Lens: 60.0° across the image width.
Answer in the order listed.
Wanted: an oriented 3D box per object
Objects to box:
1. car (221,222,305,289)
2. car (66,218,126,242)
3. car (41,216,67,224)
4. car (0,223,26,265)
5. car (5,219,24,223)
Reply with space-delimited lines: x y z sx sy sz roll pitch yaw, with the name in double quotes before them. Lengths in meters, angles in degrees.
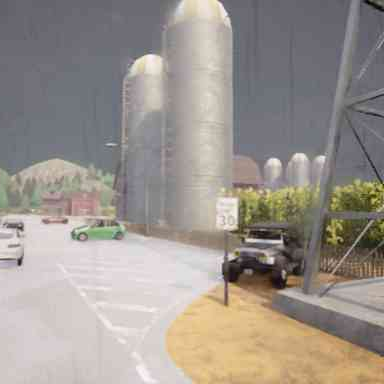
"car" 2.580 2.006 11.366 1.905 1.878 3.866 -2 -4 32
"car" -7.126 2.893 25.307 3.988 1.617 1.851 2 -4 -27
"car" -22.458 4.579 54.495 4.181 1.381 1.994 2 -4 -27
"car" -8.327 2.300 14.451 1.812 1.442 4.674 2 -4 -26
"car" -19.192 3.567 35.906 1.895 1.301 4.718 2 -4 -26
